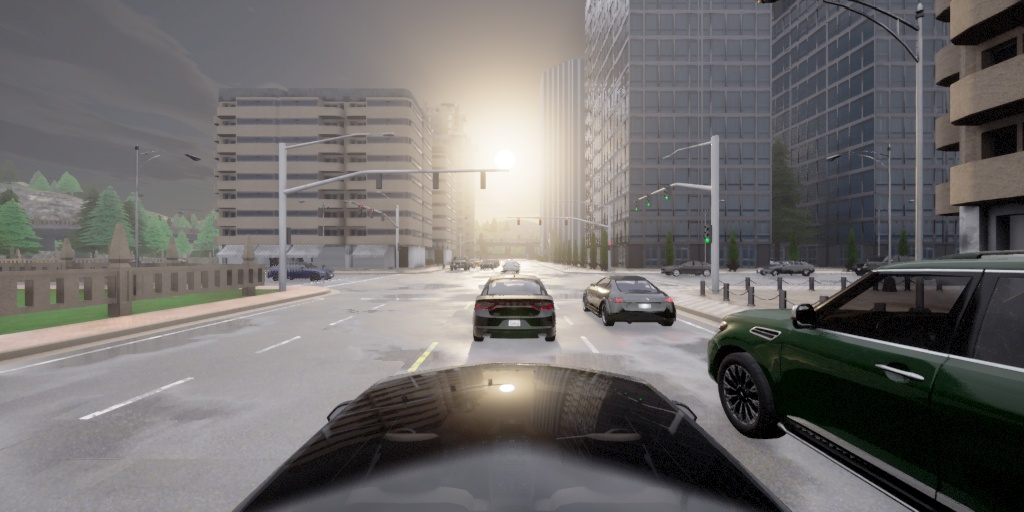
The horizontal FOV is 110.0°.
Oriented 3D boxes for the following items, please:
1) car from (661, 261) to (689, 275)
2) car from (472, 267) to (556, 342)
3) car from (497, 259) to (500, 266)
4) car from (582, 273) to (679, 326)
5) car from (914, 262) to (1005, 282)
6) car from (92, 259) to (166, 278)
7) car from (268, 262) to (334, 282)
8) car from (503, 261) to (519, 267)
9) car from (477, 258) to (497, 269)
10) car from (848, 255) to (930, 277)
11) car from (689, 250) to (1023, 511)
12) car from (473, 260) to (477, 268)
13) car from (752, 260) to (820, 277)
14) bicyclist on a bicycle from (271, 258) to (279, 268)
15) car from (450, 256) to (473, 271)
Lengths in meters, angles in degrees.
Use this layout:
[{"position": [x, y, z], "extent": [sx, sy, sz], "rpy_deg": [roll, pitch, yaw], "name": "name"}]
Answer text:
[{"position": [16.953, 1.199, 34.633], "extent": [4.892, 1.490, 1.837], "rpy_deg": [0, 0, 0], "name": "car"}, {"position": [0.063, 1.228, 9.841], "extent": [1.882, 1.535, 5.008], "rpy_deg": [0, 0, 0], "name": "car"}, {"position": [-3.613, 1.241, 62.285], "extent": [2.128, 1.511, 4.902], "rpy_deg": [0, 0, 0], "name": "car"}, {"position": [3.571, 1.314, 11.622], "extent": [1.994, 1.385, 4.181], "rpy_deg": [0, 0, 0], "name": "car"}, {"position": [33.997, 1.220, 27.346], "extent": [4.674, 1.442, 1.812], "rpy_deg": [0, 0, 0], "name": "car"}, {"position": [-30.902, 1.199, 28.751], "extent": [4.892, 1.490, 1.837], "rpy_deg": [0, 0, 13], "name": "car"}, {"position": [-16.271, 1.220, 27.704], "extent": [4.674, 1.442, 1.812], "rpy_deg": [0, 0, 1], "name": "car"}, {"position": [-0.120, 1.278, 43.453], "extent": [1.812, 1.442, 4.674], "rpy_deg": [0, 0, 4], "name": "car"}, {"position": [-3.632, 1.255, 52.945], "extent": [1.837, 1.490, 4.892], "rpy_deg": [0, 0, 0], "name": "car"}, {"position": [36.194, 0.916, 34.530], "extent": [5.566, 2.045, 2.150], "rpy_deg": [0, 0, 0], "name": "car"}, {"position": [3.601, 0.971, 2.268], "extent": [2.150, 2.045, 5.566], "rpy_deg": [0, 0, 0], "name": "car"}, {"position": [-7.125, 1.255, 59.278], "extent": [1.837, 1.490, 4.892], "rpy_deg": [0, 0, 0], "name": "car"}, {"position": [26.315, 1.186, 34.582], "extent": [4.902, 1.511, 2.128], "rpy_deg": [0, 0, 0], "name": "car"}, {"position": [-26.109, 0.995, 39.787], "extent": [0.582, 1.620, 1.656], "rpy_deg": [0, 0, 7], "name": "bicyclist on a bicycle"}, {"position": [-7.132, 0.972, 49.574], "extent": [2.150, 2.045, 5.566], "rpy_deg": [0, 0, 0], "name": "car"}]
